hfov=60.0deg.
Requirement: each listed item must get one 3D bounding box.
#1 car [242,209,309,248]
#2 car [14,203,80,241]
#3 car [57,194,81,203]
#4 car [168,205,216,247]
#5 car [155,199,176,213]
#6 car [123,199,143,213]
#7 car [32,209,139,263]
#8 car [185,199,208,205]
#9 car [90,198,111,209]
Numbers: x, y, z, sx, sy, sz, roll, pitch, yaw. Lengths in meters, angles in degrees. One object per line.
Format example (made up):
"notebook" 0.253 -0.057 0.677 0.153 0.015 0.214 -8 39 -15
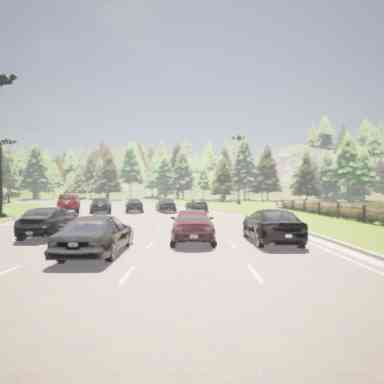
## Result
"car" 3.503 1.486 14.780 1.882 1.535 5.008 0 0 -2
"car" -7.054 1.512 16.616 1.837 1.490 4.892 0 0 -3
"car" -13.308 1.236 35.962 2.150 2.045 5.566 1 0 -16
"car" 0.003 1.533 14.924 1.812 1.442 4.674 0 0 -2
"car" -3.040 1.523 37.697 1.837 1.490 4.892 1 0 -14
"car" -6.640 1.522 37.672 1.837 1.490 4.892 1 0 -15
"car" -3.424 1.553 12.002 2.033 1.411 5.357 0 0 -1
"car" 0.436 1.510 38.088 2.128 1.511 4.902 0 0 -14
"car" -9.656 1.367 35.230 2.097 1.767 4.553 0 0 -14
